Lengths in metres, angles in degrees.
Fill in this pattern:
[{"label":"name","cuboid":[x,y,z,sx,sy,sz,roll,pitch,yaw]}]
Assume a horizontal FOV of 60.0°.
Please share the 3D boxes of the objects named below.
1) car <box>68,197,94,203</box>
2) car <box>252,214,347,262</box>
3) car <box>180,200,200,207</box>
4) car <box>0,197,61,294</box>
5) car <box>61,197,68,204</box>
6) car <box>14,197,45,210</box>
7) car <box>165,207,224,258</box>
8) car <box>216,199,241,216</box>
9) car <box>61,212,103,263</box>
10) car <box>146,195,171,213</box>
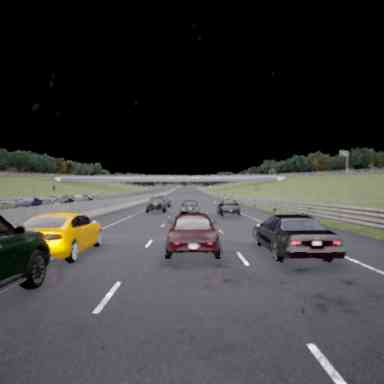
[{"label":"car","cuboid":[-14.549,1.444,44.776,1.837,1.490,4.892,0,0,-1]},{"label":"car","cuboid":[3.522,1.505,11.936,2.033,1.411,5.357,0,0,-1]},{"label":"car","cuboid":[-0.181,1.482,31.153,2.033,1.411,5.357,0,0,-1]},{"label":"car","cuboid":[-4.581,1.221,5.954,2.150,2.045,5.566,0,0,0]},{"label":"car","cuboid":[-18.077,1.430,47.003,2.128,1.511,4.902,0,0,-1]},{"label":"car","cuboid":[-21.540,1.487,44.347,1.812,1.442,4.674,0,0,-1]},{"label":"car","cuboid":[0.027,1.493,12.501,1.812,1.442,4.674,0,0,0]},{"label":"car","cuboid":[3.320,1.415,30.917,2.128,1.511,4.902,0,0,-1]},{"label":"car","cuboid":[-4.628,1.461,11.930,1.882,1.535,5.008,0,0,0]},{"label":"car","cuboid":[-3.792,1.287,36.477,2.097,1.767,4.553,0,0,0]}]
